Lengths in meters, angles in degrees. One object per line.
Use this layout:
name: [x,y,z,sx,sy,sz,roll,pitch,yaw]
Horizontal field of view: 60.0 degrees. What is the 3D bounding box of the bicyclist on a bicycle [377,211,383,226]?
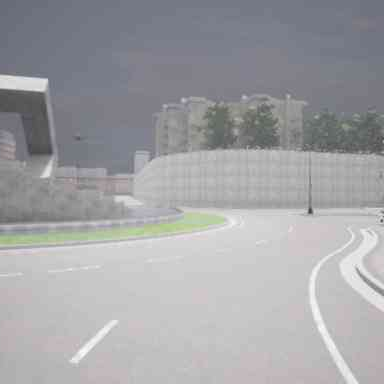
bicyclist on a bicycle: [13.513,1.537,22.703,1.656,1.620,0.582,0,0,44]
